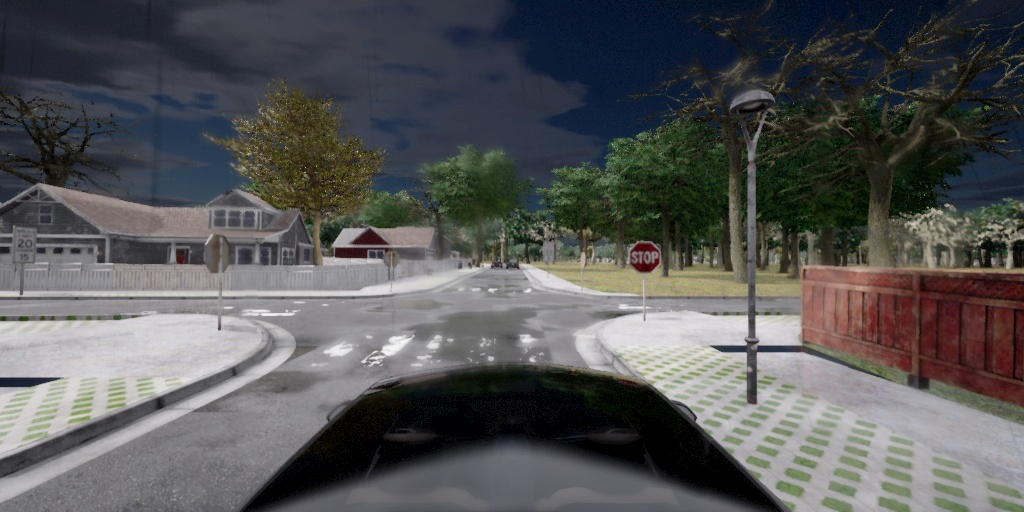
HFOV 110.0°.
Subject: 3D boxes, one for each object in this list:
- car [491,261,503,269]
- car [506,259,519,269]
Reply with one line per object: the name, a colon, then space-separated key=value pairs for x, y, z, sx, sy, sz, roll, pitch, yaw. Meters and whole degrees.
car: x=-2.624 y=1.497 z=63.246 sx=1.994 sy=1.385 sz=4.181 roll=0 pitch=0 yaw=0
car: x=0.115 y=1.262 z=58.627 sx=2.097 sy=1.767 sz=4.553 roll=0 pitch=0 yaw=0
